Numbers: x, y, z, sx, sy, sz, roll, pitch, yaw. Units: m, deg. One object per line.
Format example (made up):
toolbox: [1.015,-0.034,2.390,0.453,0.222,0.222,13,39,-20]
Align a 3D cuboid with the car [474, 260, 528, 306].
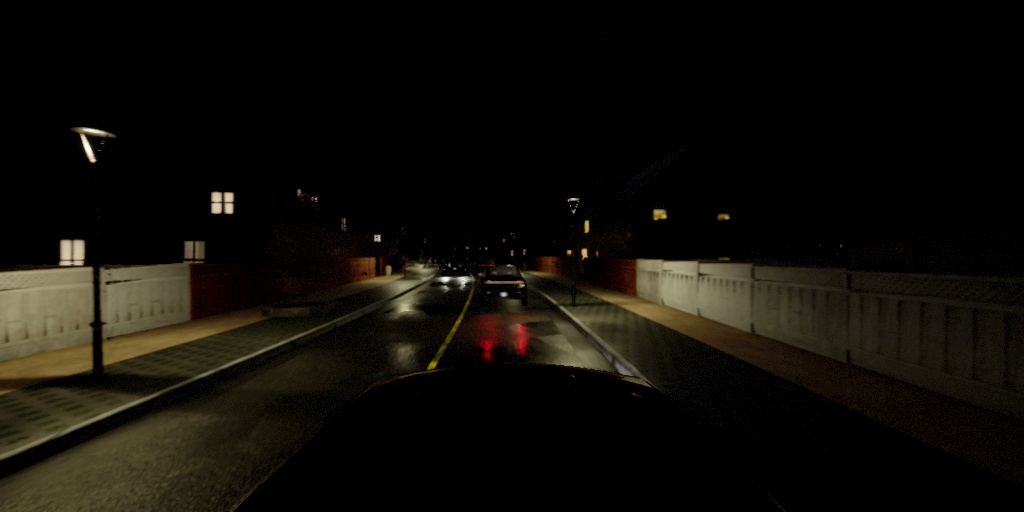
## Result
car: [-0.426,1.125,15.071,2.128,1.511,4.902,0,1,-3]

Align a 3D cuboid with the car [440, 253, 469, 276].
car: [-5.313,0.728,33.534,2.150,2.045,5.566,0,0,-9]

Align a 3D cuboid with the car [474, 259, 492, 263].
car: [-2.639,1.002,35.267,1.837,1.490,4.892,0,0,-9]
